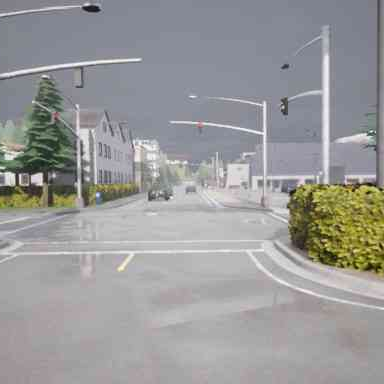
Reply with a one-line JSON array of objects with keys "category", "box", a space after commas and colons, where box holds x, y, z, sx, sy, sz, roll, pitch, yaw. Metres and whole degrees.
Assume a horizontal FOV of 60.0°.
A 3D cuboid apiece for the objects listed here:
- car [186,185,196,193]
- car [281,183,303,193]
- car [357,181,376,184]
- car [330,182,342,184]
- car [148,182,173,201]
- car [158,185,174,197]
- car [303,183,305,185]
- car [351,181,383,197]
[{"category": "car", "box": [-0.168, -0.562, 58.667, 2.128, 1.511, 4.902, -1, 2, 0]}, {"category": "car", "box": [15.270, -0.515, 52.045, 2.007, 1.523, 4.514, -1, 2, 0]}, {"category": "car", "box": [19.015, -0.173, 34.187, 1.905, 1.878, 3.866, -1, 2, 0]}, {"category": "car", "box": [25.309, -1.026, 59.457, 2.152, 1.636, 5.027, -1, 2, 0]}, {"category": "car", "box": [-3.720, -0.098, 38.247, 2.150, 2.045, 5.566, -1, 2, 0]}, {"category": "car", "box": [-3.732, -0.160, 48.408, 1.837, 1.490, 4.892, -1, 2, 0]}, {"category": "car", "box": [18.895, -0.862, 59.106, 1.970, 1.475, 3.806, -1, 2, 0]}, {"category": "car", "box": [22.261, -0.457, 42.067, 1.932, 1.855, 4.605, -1, 2, 0]}]
